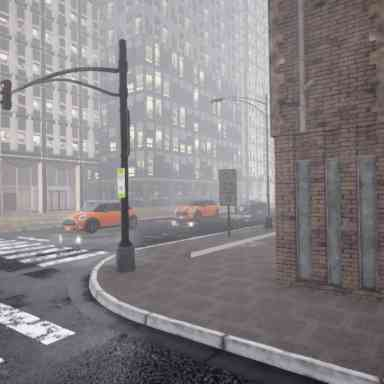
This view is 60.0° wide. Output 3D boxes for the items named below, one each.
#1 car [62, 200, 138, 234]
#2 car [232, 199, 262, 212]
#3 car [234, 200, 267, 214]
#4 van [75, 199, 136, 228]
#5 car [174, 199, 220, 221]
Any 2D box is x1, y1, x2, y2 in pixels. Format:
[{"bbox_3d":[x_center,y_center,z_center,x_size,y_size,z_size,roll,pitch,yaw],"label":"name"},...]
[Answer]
[{"bbox_3d":[-5.426,1.416,19.935,2.097,1.767,4.553,-1,-1,37],"label":"car"},{"bbox_3d":[6.896,1.689,41.406,1.752,1.417,4.829,-2,-1,36],"label":"car"},{"bbox_3d":[6.547,1.594,36.475,2.128,1.511,4.902,-1,-1,36],"label":"car"},{"bbox_3d":[-5.989,1.460,23.534,1.690,1.788,3.998,-2,-1,36],"label":"van"},{"bbox_3d":[0.484,1.435,28.080,2.097,1.767,4.553,-1,-1,36],"label":"car"}]
